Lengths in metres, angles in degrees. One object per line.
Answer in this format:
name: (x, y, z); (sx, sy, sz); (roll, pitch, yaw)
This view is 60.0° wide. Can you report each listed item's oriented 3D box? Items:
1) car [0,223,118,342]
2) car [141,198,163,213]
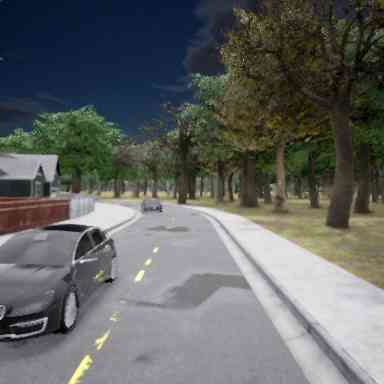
car: (-2.823, 1.477, 6.773); (1.837, 1.490, 4.892); (0, 0, 0)
car: (-4.178, 1.359, 34.431); (1.837, 1.490, 4.892); (0, 0, -13)
